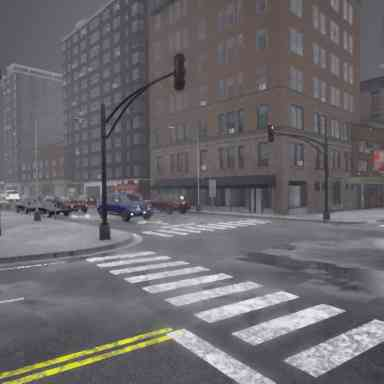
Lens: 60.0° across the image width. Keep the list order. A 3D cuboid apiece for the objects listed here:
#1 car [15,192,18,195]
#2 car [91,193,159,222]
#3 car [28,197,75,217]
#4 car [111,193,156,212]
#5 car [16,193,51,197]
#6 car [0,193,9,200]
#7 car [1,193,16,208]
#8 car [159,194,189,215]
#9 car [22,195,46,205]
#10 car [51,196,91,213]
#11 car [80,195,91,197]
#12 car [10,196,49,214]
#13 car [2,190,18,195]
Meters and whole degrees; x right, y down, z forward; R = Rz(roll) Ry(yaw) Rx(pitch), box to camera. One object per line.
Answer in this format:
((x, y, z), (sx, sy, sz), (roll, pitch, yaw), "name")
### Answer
((-29.207, 1.044, 58.885), (1.802, 1.307, 4.206), (0, 1, -44), "car")
((-5.318, 1.090, 25.856), (2.150, 2.045, 5.566), (-1, 1, -44), "car")
((-12.364, 1.418, 29.196), (1.947, 1.339, 4.313), (0, 1, -44), "car")
((-6.239, 1.045, 35.123), (2.192, 1.841, 5.009), (0, 1, -44), "car")
((-19.348, 1.216, 40.396), (1.837, 1.490, 4.892), (-1, 1, -44), "car")
((-40.690, 0.885, 70.764), (1.947, 1.339, 4.313), (0, 1, -44), "car")
((-23.727, 1.248, 40.950), (1.752, 1.417, 4.829), (0, 1, -44), "car")
((-2.411, 1.087, 31.163), (2.192, 1.841, 5.009), (0, 1, -44), "car")
((-23.446, 1.191, 49.230), (1.895, 1.301, 4.718), (-1, 1, -44), "car")
((-12.080, 1.394, 32.856), (1.895, 1.301, 4.718), (-1, 1, -44), "car")
((-13.895, 1.084, 43.044), (1.967, 1.590, 4.097), (0, 1, -44), "car")
((-16.191, 1.375, 33.155), (1.947, 1.339, 4.313), (0, 1, -44), "car")
((-31.881, 0.711, 57.941), (2.150, 2.045, 5.566), (-1, 1, -44), "car")
